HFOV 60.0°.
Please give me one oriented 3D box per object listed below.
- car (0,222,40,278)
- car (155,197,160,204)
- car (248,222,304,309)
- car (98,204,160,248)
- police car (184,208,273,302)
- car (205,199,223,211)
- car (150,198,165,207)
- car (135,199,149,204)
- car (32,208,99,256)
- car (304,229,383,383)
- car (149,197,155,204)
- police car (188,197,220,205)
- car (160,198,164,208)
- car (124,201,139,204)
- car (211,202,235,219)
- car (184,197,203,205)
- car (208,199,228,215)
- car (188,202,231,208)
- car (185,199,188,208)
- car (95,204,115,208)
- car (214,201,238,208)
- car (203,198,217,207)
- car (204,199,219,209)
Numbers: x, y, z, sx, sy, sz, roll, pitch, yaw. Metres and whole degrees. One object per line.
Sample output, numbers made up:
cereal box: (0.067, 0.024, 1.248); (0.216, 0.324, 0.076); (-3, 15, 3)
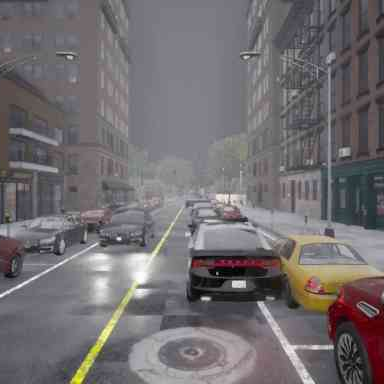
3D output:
car: (-5.379, 1.582, 7.506); (1.802, 1.307, 4.206); (0, 0, 0)
car: (-5.347, 1.535, 40.449); (1.752, 1.417, 4.829); (0, 0, 0)
car: (2.642, 1.525, 7.672); (1.752, 1.417, 4.829); (0, 0, 0)
car: (-2.733, 1.504, 14.884); (1.837, 1.490, 4.892); (0, 0, 0)
police car: (0.834, 1.425, 8.465); (1.930, 1.638, 5.238); (0, 0, 0)
car: (2.678, 1.554, 40.614); (1.887, 1.381, 4.507); (0, 0, 0)
car: (-5.336, 1.601, 51.657); (1.802, 1.307, 4.206); (0, 0, 0)
car: (-5.357, 1.553, 29.581); (2.008, 1.369, 4.403); (0, 0, 0)
car: (-5.373, 1.551, 13.025); (2.008, 1.369, 4.403); (0, 0, 0)
car: (2.641, 1.315, 1.986); (2.192, 1.841, 5.009); (0, 0, 0)
car: (-5.352, 1.446, 35.100); (1.967, 1.590, 4.097); (0, 0, 0)
police car: (0.850, 1.426, 24.465); (1.930, 1.638, 5.238); (0, 0, 0)
car: (-5.341, 1.454, 46.138); (1.967, 1.590, 4.097); (0, 0, 0)
car: (-5.362, 1.567, 24.063); (1.947, 1.339, 4.313); (0, 0, 0)
car: (2.668, 1.584, 29.577); (1.802, 1.307, 4.206); (0, 0, 0)
car: (0.361, 1.590, 59.775); (1.994, 1.385, 4.181); (0, 0, 23)
car: (2.673, 1.531, 35.266); (1.752, 1.417, 4.829); (0, 0, 0)
car: (0.844, 1.526, 18.355); (1.812, 1.442, 4.674); (0, 0, 0)
car: (0.072, 1.493, 47.125); (1.882, 1.535, 5.008); (0, 0, 1)
car: (-5.368, 1.545, 18.544); (1.887, 1.381, 4.507); (0, 0, 0)
car: (2.663, 1.583, 24.059); (1.802, 1.307, 4.206); (0, 0, 0)
car: (2.689, 1.585, 51.650); (1.947, 1.339, 4.313); (0, 0, 0)
car: (2.684, 1.596, 46.132); (1.802, 1.307, 4.206); (0, 0, 0)
